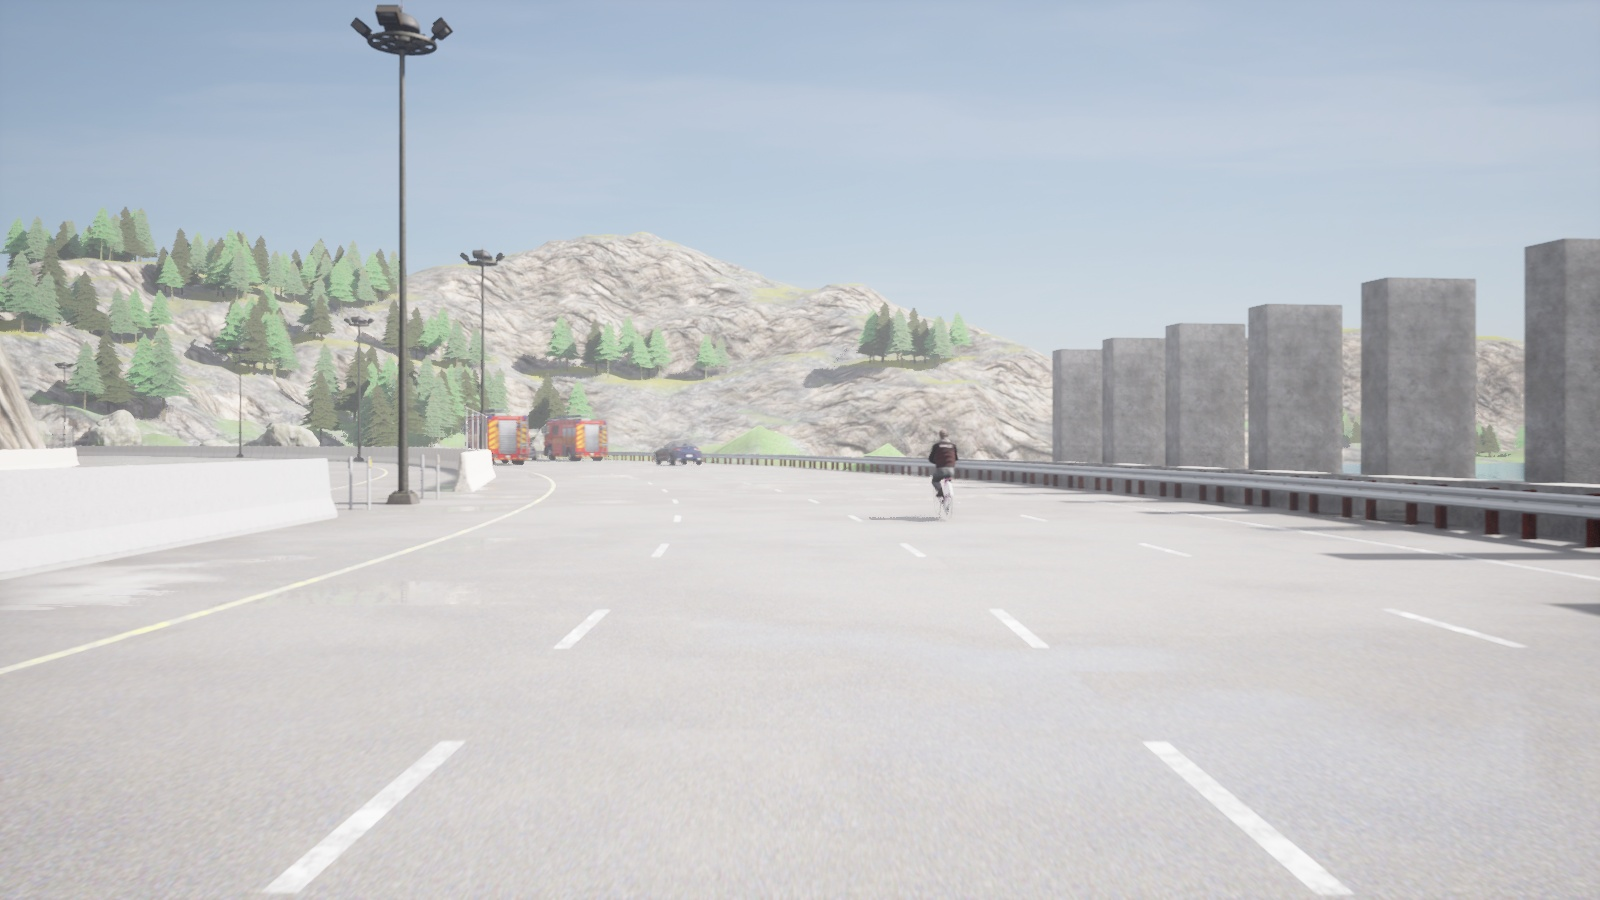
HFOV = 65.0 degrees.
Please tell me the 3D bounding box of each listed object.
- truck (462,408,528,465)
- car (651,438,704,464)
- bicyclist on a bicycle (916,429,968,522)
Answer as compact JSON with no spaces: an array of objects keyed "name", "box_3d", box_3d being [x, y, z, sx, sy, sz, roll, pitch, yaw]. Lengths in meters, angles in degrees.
[{"name":"truck","box_3d":[-21.661,-0.934,88.815,2.891,3.827,8.468,0,0,-25]},{"name":"car","box_3d":[-8.269,0.042,84.577,2.152,1.651,5.027,0,0,-23]},{"name":"bicyclist on a bicycle","box_3d":[2.809,0.478,24.938,0.659,1.776,1.843,-1,1,-5]}]
